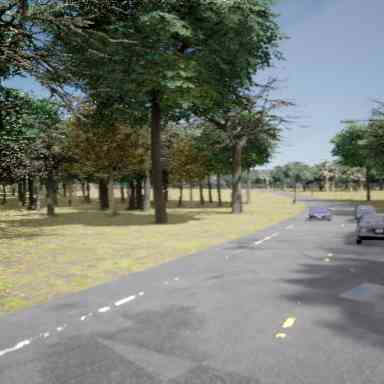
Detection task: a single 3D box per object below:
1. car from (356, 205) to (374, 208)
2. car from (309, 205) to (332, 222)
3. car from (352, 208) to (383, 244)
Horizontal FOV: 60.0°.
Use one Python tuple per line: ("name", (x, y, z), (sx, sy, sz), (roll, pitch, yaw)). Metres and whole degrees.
("car", (15.569, 1.878, 29.947), (2.033, 1.411, 5.357), (-1, -1, 25))
("car", (12.058, 1.925, 31.153), (1.812, 1.442, 4.674), (-1, -1, 25))
("car", (9.189, 1.746, 16.564), (2.033, 1.411, 5.357), (-1, -1, 27))
